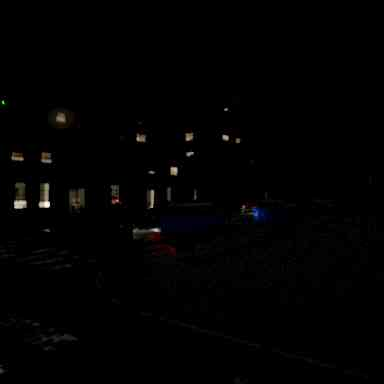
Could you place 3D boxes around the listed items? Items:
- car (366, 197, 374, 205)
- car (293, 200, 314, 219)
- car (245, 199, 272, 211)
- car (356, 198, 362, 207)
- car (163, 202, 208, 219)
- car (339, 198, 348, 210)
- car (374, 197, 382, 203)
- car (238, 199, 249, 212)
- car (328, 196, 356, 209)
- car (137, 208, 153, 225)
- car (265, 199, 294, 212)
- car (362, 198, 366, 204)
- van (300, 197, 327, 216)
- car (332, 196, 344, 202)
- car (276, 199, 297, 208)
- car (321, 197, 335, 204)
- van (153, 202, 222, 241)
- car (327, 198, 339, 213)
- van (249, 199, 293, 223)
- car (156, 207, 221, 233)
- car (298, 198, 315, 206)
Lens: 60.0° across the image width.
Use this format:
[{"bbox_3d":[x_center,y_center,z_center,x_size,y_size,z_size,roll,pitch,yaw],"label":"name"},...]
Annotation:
[{"bbox_3d":[34.972,1.877,67.236,1.887,1.381,4.507,0,0,35],"label":"car"},{"bbox_3d":[9.583,1.719,31.086,1.887,1.381,4.507,0,0,35],"label":"car"},{"bbox_3d":[9.083,1.745,44.956,1.887,1.381,4.507,0,0,35],"label":"car"},{"bbox_3d":[25.451,1.582,53.681,2.192,1.841,5.009,0,0,35],"label":"car"},{"bbox_3d":[-0.536,1.673,31.260,1.752,1.417,4.829,0,0,35],"label":"car"},{"bbox_3d":[19.103,1.794,44.642,1.947,1.339,4.313,0,0,35],"label":"car"},{"bbox_3d":[44.493,1.968,80.791,1.947,1.339,4.313,0,0,35],"label":"car"},{"bbox_3d":[5.909,1.622,40.438,1.967,1.590,4.097,0,0,35],"label":"car"},{"bbox_3d":[22.278,1.562,49.163,2.192,1.841,5.009,0,0,35],"label":"car"},{"bbox_3d":[-1.911,1.611,24.794,1.882,1.535,5.008,0,0,35],"label":"car"},{"bbox_3d":[11.708,1.699,44.109,2.128,1.511,4.902,0,0,36],"label":"car"},{"bbox_3d":[28.722,1.814,58.338,1.752,1.417,4.829,0,0,35],"label":"car"},{"bbox_3d":[12.757,1.533,35.606,1.690,1.788,3.998,0,0,35],"label":"van"},{"bbox_3d":[37.644,1.832,85.622,1.967,1.590,4.097,0,0,35],"label":"car"},{"bbox_3d":[15.430,1.783,53.992,1.887,1.381,4.507,0,0,35],"label":"car"},{"bbox_3d":[31.297,1.911,76.585,1.947,1.339,4.313,0,0,35],"label":"car"},{"bbox_3d":[0.062,1.469,17.531,1.690,1.788,3.998,0,0,35],"label":"van"},{"bbox_3d":[16.028,1.736,40.263,1.752,1.417,4.829,0,0,35],"label":"car"},{"bbox_3d":[6.409,1.499,26.569,1.690,1.788,3.998,0,0,35],"label":"van"},{"bbox_3d":[-0.116,1.735,21.953,1.895,1.301,4.718,0,0,35],"label":"car"},{"bbox_3d":[21.777,1.823,63.029,1.887,1.381,4.507,0,0,35],"label":"car"}]
